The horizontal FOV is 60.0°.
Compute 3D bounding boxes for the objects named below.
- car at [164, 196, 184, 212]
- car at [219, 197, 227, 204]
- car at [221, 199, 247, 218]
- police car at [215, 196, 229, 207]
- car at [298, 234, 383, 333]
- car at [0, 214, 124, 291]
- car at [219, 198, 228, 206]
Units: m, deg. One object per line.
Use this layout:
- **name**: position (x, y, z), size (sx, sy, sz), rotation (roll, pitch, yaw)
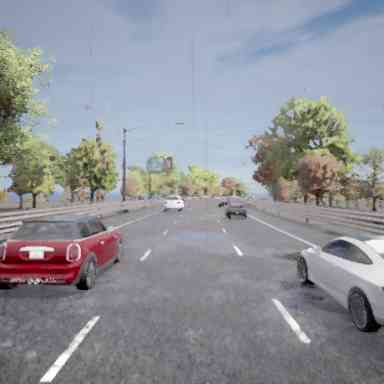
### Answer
- **car**: position (-2.294, 1.487, 43.505), size (2.150, 2.045, 5.566), rotation (0, 0, 3)
- **car**: position (7.459, 2.008, 79.664), size (1.801, 1.575, 5.366), rotation (0, 0, 6)
- **car**: position (4.232, 1.704, 32.502), size (2.128, 1.511, 4.902), rotation (0, 0, 2)
- **police car**: position (5.552, 1.892, 57.803), size (2.038, 1.542, 4.974), rotation (0, 0, 4)
- **car**: position (3.631, 1.577, 6.732), size (1.812, 1.442, 4.674), rotation (0, 0, 0)
- **car**: position (-3.349, 1.397, 9.339), size (2.097, 1.767, 4.553), rotation (0, 0, 1)
- **car**: position (6.420, 1.993, 68.645), size (1.812, 1.442, 4.674), rotation (0, 0, 5)
